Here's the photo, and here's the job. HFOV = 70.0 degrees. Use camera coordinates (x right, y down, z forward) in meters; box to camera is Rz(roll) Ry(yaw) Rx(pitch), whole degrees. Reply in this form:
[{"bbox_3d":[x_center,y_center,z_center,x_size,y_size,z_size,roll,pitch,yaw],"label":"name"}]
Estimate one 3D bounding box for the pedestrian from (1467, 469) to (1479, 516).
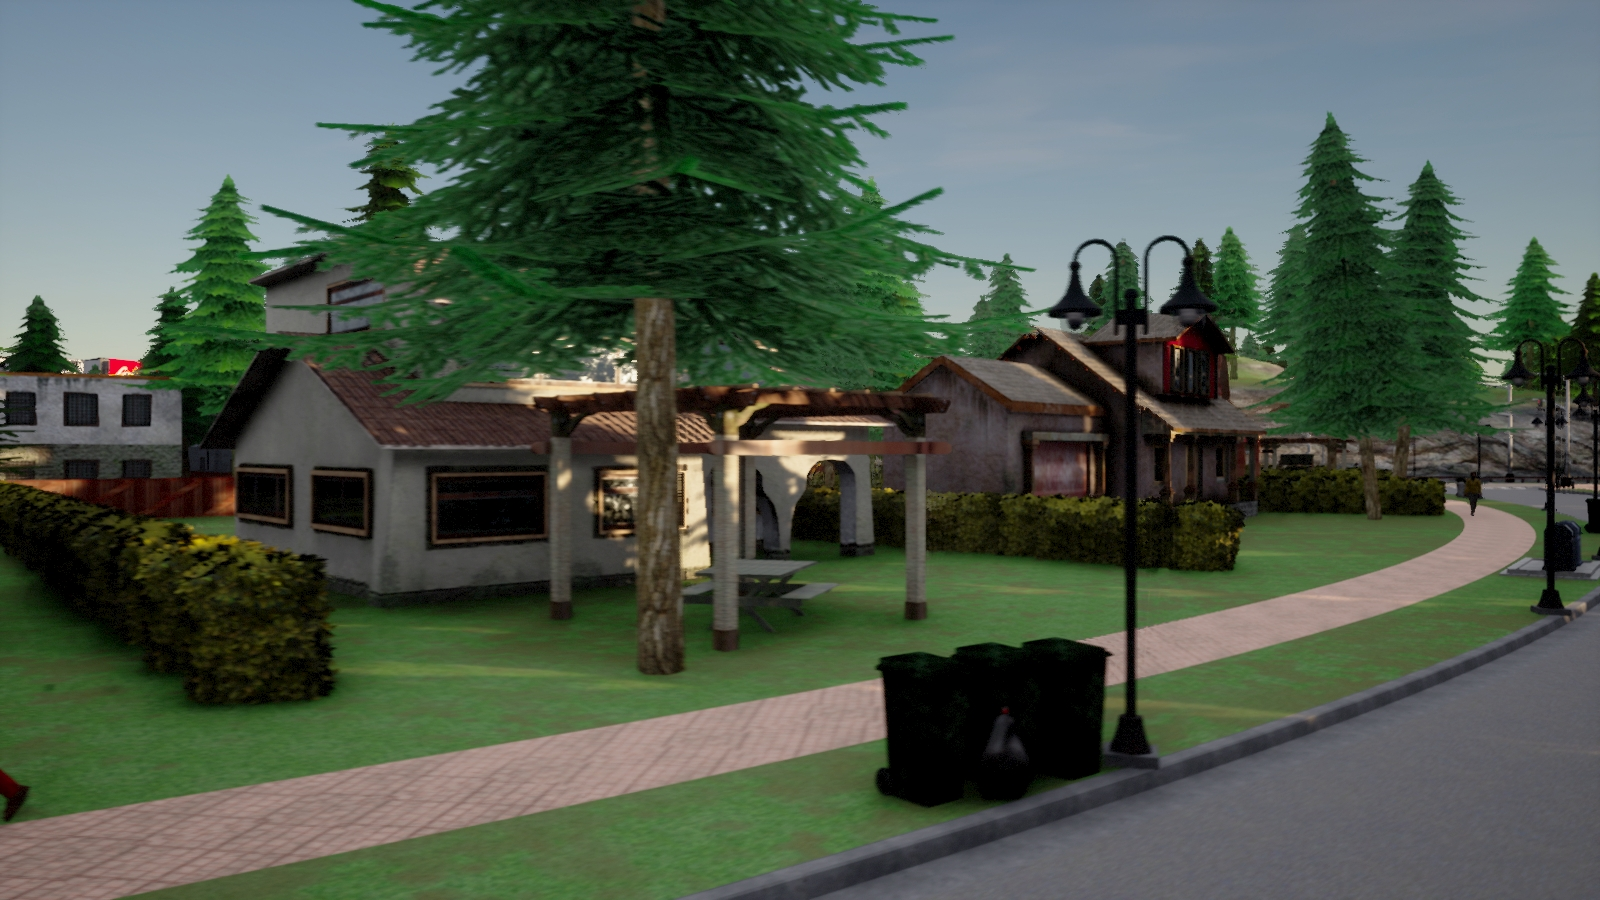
[{"bbox_3d":[26.741,1.670,45.419,0.375,1.860,0.375,0,0,27],"label":"pedestrian"}]
